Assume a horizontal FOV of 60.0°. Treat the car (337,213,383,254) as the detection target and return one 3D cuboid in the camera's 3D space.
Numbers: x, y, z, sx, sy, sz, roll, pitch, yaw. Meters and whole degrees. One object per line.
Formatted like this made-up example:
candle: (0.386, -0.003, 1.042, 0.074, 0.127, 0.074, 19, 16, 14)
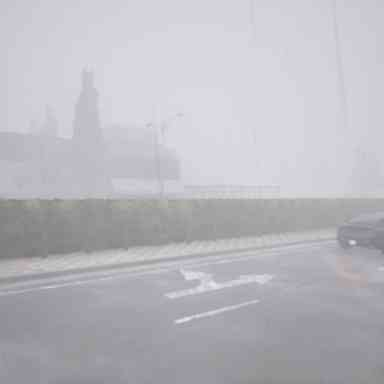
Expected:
car: (7.991, 1.641, 13.867, 4.892, 1.490, 1.837, 0, 0, -35)
